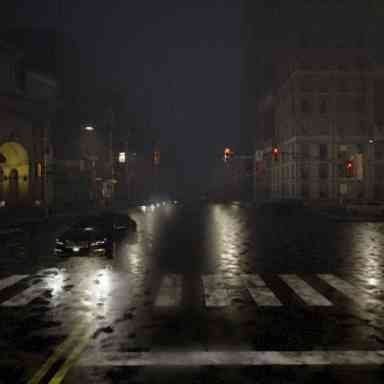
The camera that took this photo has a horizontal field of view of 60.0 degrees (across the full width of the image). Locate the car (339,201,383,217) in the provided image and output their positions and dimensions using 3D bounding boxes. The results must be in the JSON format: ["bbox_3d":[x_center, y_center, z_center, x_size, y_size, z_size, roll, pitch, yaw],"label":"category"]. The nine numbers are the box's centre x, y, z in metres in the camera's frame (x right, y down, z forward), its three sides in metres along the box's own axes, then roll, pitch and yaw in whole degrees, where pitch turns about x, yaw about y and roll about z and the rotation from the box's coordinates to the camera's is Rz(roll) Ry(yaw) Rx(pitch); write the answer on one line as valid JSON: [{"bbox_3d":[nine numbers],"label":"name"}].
[{"bbox_3d":[16.031,1.536,30.644,4.674,1.442,1.812,0,0,0],"label":"car"}]

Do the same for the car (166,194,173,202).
[{"bbox_3d":[-6.440,1.552,75.945,2.128,1.511,4.902,0,0,7],"label":"car"}]

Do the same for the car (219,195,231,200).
[{"bbox_3d":[8.269,1.499,94.470,1.882,1.535,5.008,0,0,38],"label":"car"}]

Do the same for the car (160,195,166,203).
[{"bbox_3d":[-6.980,1.514,65.792,2.128,1.511,4.902,0,0,1],"label":"car"}]

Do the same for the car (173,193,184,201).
[{"bbox_3d":[-3.967,1.255,86.009,2.150,2.045,5.566,0,0,19],"label":"car"}]

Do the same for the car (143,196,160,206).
[{"bbox_3d":[-7.014,1.620,56.155,1.895,1.301,4.718,0,0,1],"label":"car"}]

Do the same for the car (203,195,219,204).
[{"bbox_3d":[3.637,1.527,64.218,1.837,1.490,4.892,0,0,0],"label":"car"}]

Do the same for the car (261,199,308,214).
[{"bbox_3d":[9.974,1.504,36.084,4.902,1.511,2.128,0,0,25],"label":"car"}]

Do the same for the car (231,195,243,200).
[{"bbox_3d":[12.516,1.533,94.282,1.837,1.490,4.892,0,0,41],"label":"car"}]

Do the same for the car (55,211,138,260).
[{"bbox_3d":[-3.386,1.509,12.604,1.837,1.490,4.892,-1,0,4],"label":"car"}]

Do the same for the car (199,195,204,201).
[{"bbox_3d":[3.318,1.554,85.481,1.812,1.442,4.674,0,0,22],"label":"car"}]
